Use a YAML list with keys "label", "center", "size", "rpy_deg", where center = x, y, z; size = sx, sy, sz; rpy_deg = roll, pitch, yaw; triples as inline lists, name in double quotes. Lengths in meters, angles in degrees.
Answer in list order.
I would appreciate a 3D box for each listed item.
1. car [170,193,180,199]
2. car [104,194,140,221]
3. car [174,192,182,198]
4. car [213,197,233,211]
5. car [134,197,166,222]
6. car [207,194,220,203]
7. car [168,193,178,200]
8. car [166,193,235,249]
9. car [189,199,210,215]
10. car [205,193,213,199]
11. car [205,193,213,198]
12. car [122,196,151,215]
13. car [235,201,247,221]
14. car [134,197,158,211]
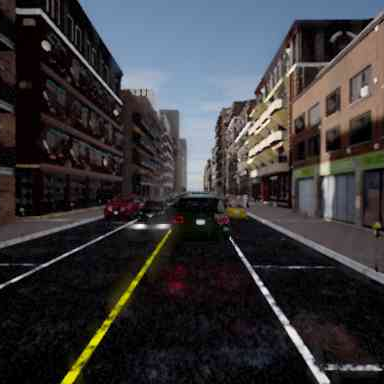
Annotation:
- label: "car"
  center: [-4.169, 0.944, 81.936]
  size: [2.008, 1.369, 4.403]
  rpy_deg: [0, 0, 1]
- label: "car"
  center: [-5.226, 1.112, 25.583]
  size: [2.192, 1.841, 5.009]
  rpy_deg: [0, 0, 1]
- label: "car"
  center: [-3.957, 0.856, 93.206]
  size: [1.887, 1.381, 4.507]
  rpy_deg: [0, 0, 1]
- label: "car"
  center: [3.362, 1.296, 36.694]
  size: [1.887, 1.381, 4.507]
  rpy_deg: [0, 0, 1]
- label: "car"
  center: [-2.654, 1.323, 24.110]
  size: [1.837, 1.490, 4.892]
  rpy_deg: [0, 0, 1]
- label: "car"
  center: [3.786, 1.141, 59.234]
  size: [2.008, 1.369, 4.403]
  rpy_deg: [0, 0, 1]
- label: "car"
  center: [-4.275, 0.985, 76.300]
  size: [2.008, 1.369, 4.403]
  rpy_deg: [0, 0, 1]
- label: "car"
  center: [0.347, 1.122, 14.112]
  size: [2.150, 2.045, 5.566]
  rpy_deg: [0, 0, 1]
- label: "car"
  center: [0.682, 1.375, 32.005]
  size: [1.895, 1.301, 4.718]
  rpy_deg: [0, 0, 1]
- label: "car"
  center: [4.214, 0.952, 81.944]
  size: [1.752, 1.417, 4.829]
  rpy_deg: [0, 0, 1]
- label: "car"
  center: [4.316, 0.953, 87.409]
  size: [1.947, 1.339, 4.313]
  rpy_deg: [0, 0, 1]
- label: "car"
  center: [-5.122, 1.197, 31.219]
  size: [1.967, 1.590, 4.097]
  rpy_deg: [0, 0, 1]
- label: "car"
  center: [3.154, 1.356, 25.593]
  size: [1.752, 1.417, 4.829]
  rpy_deg: [0, 0, 1]
- label: "car"
  center: [-5.016, 1.262, 36.856]
  size: [1.887, 1.381, 4.507]
  rpy_deg: [0, 0, 1]
